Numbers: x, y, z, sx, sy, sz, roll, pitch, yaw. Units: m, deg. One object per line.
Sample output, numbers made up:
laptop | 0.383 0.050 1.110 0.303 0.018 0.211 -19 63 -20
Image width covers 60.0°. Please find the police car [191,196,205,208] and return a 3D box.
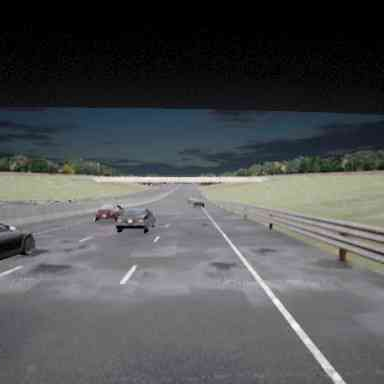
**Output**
police car | 1.226 1.943 57.454 1.930 1.638 5.238 0 -1 0

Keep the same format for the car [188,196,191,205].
car | -0.014 2.077 76.221 2.128 1.511 4.902 0 0 0

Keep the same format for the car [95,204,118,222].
car | -6.900 1.724 28.450 1.812 1.442 4.674 0 -1 0

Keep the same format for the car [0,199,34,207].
car | -17.590 1.599 33.489 2.097 1.767 4.553 0 -1 0

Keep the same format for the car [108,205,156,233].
car | -3.399 1.677 20.775 2.033 1.411 5.357 0 -1 0

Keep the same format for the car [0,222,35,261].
car | -6.900 1.613 10.821 1.994 1.385 4.181 0 0 0

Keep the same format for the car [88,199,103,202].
car | -20.999 2.247 74.400 1.895 1.301 4.718 0 -1 0

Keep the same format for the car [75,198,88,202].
car | -24.499 2.134 74.015 1.882 1.535 5.008 0 -1 0

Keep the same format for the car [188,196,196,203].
car | -0.005 1.981 92.182 2.097 1.767 4.553 0 0 0
